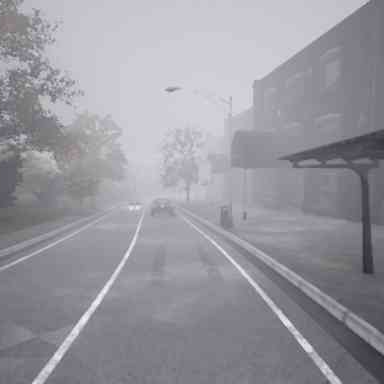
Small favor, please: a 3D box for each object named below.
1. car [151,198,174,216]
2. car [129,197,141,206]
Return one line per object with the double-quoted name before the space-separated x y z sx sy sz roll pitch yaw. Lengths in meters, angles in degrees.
"car" -2.945 1.337 32.534 2.097 1.767 4.553 -1 0 -7
"car" -9.670 1.544 57.039 2.128 1.511 4.902 -1 0 -7
